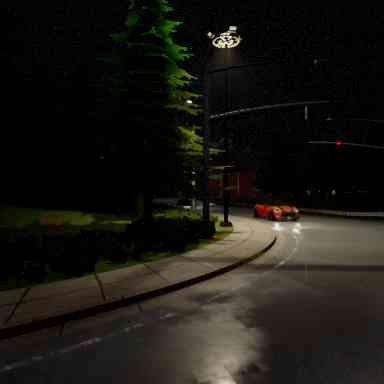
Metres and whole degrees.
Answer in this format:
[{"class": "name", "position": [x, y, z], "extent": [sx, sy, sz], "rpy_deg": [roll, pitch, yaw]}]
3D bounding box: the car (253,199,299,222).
[{"class": "car", "position": [6.644, 1.352, 26.589], "extent": [2.097, 1.767, 4.553], "rpy_deg": [0, 0, -13]}]

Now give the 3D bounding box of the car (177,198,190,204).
[{"class": "car", "position": [-0.922, 1.601, 54.112], "extent": [1.895, 1.301, 4.718], "rpy_deg": [0, 0, -17]}]
